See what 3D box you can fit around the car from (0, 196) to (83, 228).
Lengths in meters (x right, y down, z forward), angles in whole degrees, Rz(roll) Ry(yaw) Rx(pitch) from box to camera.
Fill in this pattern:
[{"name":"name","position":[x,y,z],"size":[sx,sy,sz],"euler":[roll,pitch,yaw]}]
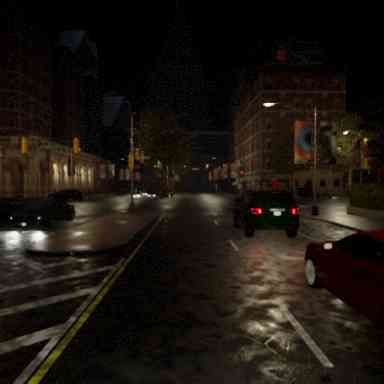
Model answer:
[{"name":"car","position":[-8.303,1.154,19.040],"size":[2.033,1.411,5.357],"euler":[0,1,0]}]

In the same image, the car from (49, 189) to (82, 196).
[{"name":"car","position":[-17.353,0.412,45.642],"size":[4.553,1.767,2.097],"euler":[0,1,16]}]

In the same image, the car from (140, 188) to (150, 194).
[{"name":"car","position":[-12.981,-0.367,92.161],"size":[2.128,1.511,4.902],"euler":[0,1,-1]}]

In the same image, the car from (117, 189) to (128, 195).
[{"name":"car","position":[-15.977,0.023,76.515],"size":[1.895,1.301,4.718],"euler":[0,1,-1]}]

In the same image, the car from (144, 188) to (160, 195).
[{"name":"car","position":[-9.230,-0.022,76.672],"size":[1.994,1.385,4.181],"euler":[0,1,-1]}]

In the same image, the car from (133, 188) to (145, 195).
[{"name":"car","position":[-12.729,-0.048,76.604],"size":[2.128,1.511,4.902],"euler":[0,1,-1]}]

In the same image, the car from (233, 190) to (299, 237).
[{"name":"car","position":[3.356,0.893,15.925],"size":[2.150,2.045,5.566],"euler":[0,1,-1]}]

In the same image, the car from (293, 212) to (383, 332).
[{"name":"car","position":[3.521,1.359,5.654],"size":[1.882,1.535,5.008],"euler":[0,1,-1]}]

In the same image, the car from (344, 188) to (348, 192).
[{"name":"car","position":[36.688,-0.131,78.760],"size":[2.231,1.521,4.892],"euler":[0,1,-1]}]
